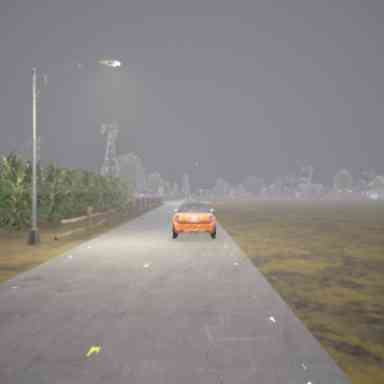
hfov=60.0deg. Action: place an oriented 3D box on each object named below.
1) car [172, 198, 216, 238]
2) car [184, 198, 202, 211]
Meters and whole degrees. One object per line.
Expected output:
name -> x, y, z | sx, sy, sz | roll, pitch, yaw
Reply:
car -> 0.100, 1.296, 17.511 | 2.097, 1.767, 4.553 | 0, 0, 0
car -> 0.101, 1.442, 41.258 | 2.033, 1.411, 5.357 | 0, 0, 0
